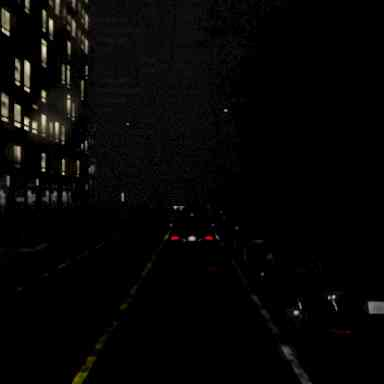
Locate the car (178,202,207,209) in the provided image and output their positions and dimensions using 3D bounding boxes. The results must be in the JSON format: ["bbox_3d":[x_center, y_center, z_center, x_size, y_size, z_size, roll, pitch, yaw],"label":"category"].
[{"bbox_3d":[0.002,1.843,29.264,1.994,1.385,4.181,0,-1,0],"label":"car"}]

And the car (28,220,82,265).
[{"bbox_3d":[-5.316,1.699,12.155,1.802,1.307,4.206,0,-1,0],"label":"car"}]

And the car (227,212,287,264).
[{"bbox_3d":[2.565,1.662,12.152,1.887,1.381,4.507,0,-1,0],"label":"car"}]

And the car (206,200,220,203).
[{"bbox_3d":[2.563,1.871,34.332,1.887,1.381,4.507,0,-1,0],"label":"car"}]

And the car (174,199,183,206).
[{"bbox_3d":[-2.757,2.173,68.095,2.033,1.411,5.357,0,0,0],"label":"car"}]

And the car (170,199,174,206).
[{"bbox_3d":[-5.390,1.942,67.602,2.192,1.841,5.009,0,-1,0],"label":"car"}]

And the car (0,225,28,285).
[{"bbox_3d":[-5.315,1.588,6.440,1.752,1.417,4.829,0,-1,0],"label":"car"}]

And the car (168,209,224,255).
[{"bbox_3d":[0.000,1.682,14.001,2.033,1.411,5.357,0,-1,0],"label":"car"}]

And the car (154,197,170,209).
[{"bbox_3d":[-5.319,1.969,56.514,1.967,1.590,4.097,0,-1,0],"label":"car"}]

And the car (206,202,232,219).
[{"bbox_3d":[2.564,1.825,28.787,2.008,1.369,4.403,0,-1,0],"label":"car"}]

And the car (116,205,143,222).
[{"bbox_3d":[-5.317,1.819,28.789,1.887,1.381,4.507,0,-1,0],"label":"car"}]

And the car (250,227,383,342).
[{"bbox_3d":[2.566,1.631,6.607,1.947,1.339,4.313,0,-1,0],"label":"car"}]
